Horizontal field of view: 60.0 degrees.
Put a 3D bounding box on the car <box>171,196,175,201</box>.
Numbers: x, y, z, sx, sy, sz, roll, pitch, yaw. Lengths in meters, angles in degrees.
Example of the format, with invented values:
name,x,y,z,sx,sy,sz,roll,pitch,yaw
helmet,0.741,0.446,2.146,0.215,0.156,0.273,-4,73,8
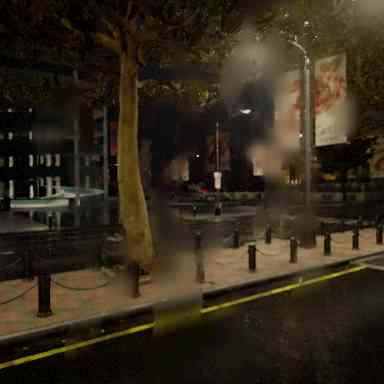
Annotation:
name,x,y,z,sx,sy,sz,roll,pitch,yaw
car,-5.944,1.114,70.087,5.357,1.411,2.033,0,1,41

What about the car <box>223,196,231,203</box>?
name,x,y,z,sx,sy,sz,roll,pitch,yaw
car,4.402,1.107,57.355,2.033,1.411,5.357,-1,1,-35

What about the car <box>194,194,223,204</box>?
name,x,y,z,sx,sy,sz,roll,pitch,yaw
car,2.446,1.203,54.034,1.895,1.301,4.718,-1,0,-35

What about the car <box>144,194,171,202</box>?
name,x,y,z,sx,sy,sz,roll,pitch,yaw
car,-7.372,1.159,66.675,5.357,1.411,2.033,0,1,43
